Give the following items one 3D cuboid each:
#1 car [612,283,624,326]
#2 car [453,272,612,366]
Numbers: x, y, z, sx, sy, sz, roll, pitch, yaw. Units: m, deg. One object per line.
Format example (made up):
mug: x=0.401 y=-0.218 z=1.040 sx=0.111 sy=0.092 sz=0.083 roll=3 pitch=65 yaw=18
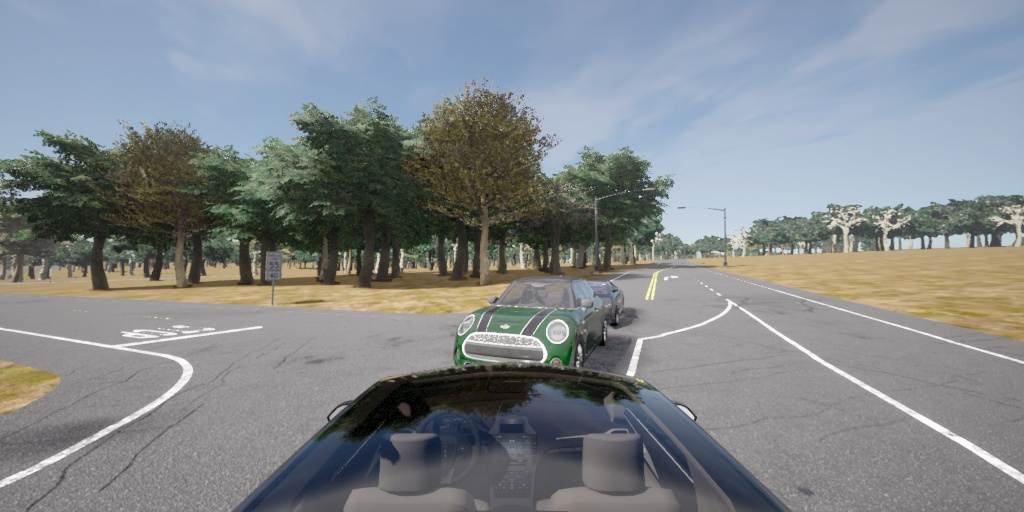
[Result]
car: x=2.892 y=1.555 z=12.923 sx=1.994 sy=1.385 sz=4.181 roll=-2 pitch=0 yaw=22
car: x=0.673 y=1.223 z=7.488 sx=2.097 sy=1.767 sz=4.553 roll=-1 pitch=-2 yaw=22
